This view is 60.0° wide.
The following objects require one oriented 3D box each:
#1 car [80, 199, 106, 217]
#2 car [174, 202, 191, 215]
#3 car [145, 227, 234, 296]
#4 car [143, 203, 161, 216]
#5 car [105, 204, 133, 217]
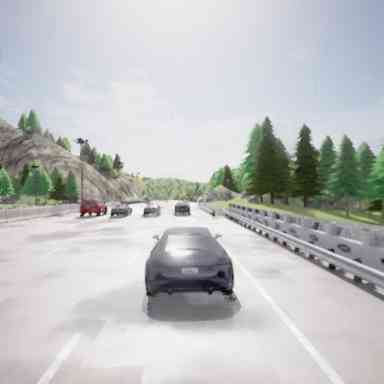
[{"bbox_3d":[-11.655,1.834,39.707,2.150,2.045,5.566,-1,-1,-2],"label":"car"},{"bbox_3d":[-1.178,1.930,40.700,1.882,1.535,5.008,-1,-1,-2],"label":"car"},{"bbox_3d":[-0.109,1.600,8.814,1.994,1.385,4.181,-1,0,-2],"label":"car"},{"bbox_3d":[-4.619,2.034,39.010,2.033,1.411,5.357,-1,-1,-2],"label":"car"},{"bbox_3d":[-8.106,2.084,38.438,2.033,1.411,5.357,-1,-1,-2],"label":"car"}]
